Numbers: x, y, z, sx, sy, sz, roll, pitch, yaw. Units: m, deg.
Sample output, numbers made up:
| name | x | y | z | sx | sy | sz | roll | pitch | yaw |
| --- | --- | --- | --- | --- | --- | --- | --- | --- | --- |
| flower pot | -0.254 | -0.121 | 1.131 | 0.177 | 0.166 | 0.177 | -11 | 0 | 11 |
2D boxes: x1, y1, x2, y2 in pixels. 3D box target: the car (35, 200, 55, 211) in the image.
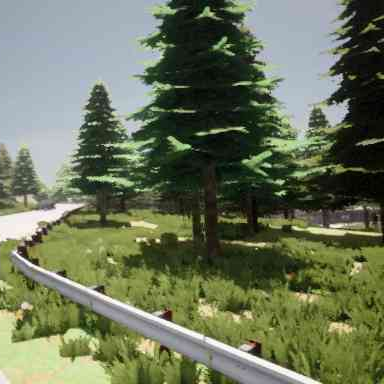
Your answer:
| name | x | y | z | sx | sy | sz | roll | pitch | yaw |
| --- | --- | --- | --- | --- | --- | --- | --- | --- | --- |
| car | -20.894 | 1.895 | 47.474 | 1.837 | 1.490 | 4.892 | -2 | 0 | -9 |
